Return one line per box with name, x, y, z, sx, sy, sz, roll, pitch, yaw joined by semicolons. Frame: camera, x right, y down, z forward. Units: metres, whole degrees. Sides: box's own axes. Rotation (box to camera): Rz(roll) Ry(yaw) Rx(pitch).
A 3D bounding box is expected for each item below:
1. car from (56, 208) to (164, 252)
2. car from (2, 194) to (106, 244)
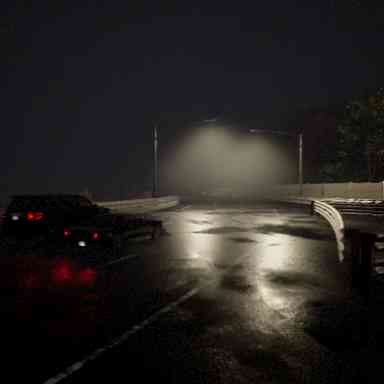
car;-2.944;1.504;13.603;1.895;1.301;4.718;0;0;23
car;-5.919;1.102;15.538;2.150;2.045;5.566;0;0;22
